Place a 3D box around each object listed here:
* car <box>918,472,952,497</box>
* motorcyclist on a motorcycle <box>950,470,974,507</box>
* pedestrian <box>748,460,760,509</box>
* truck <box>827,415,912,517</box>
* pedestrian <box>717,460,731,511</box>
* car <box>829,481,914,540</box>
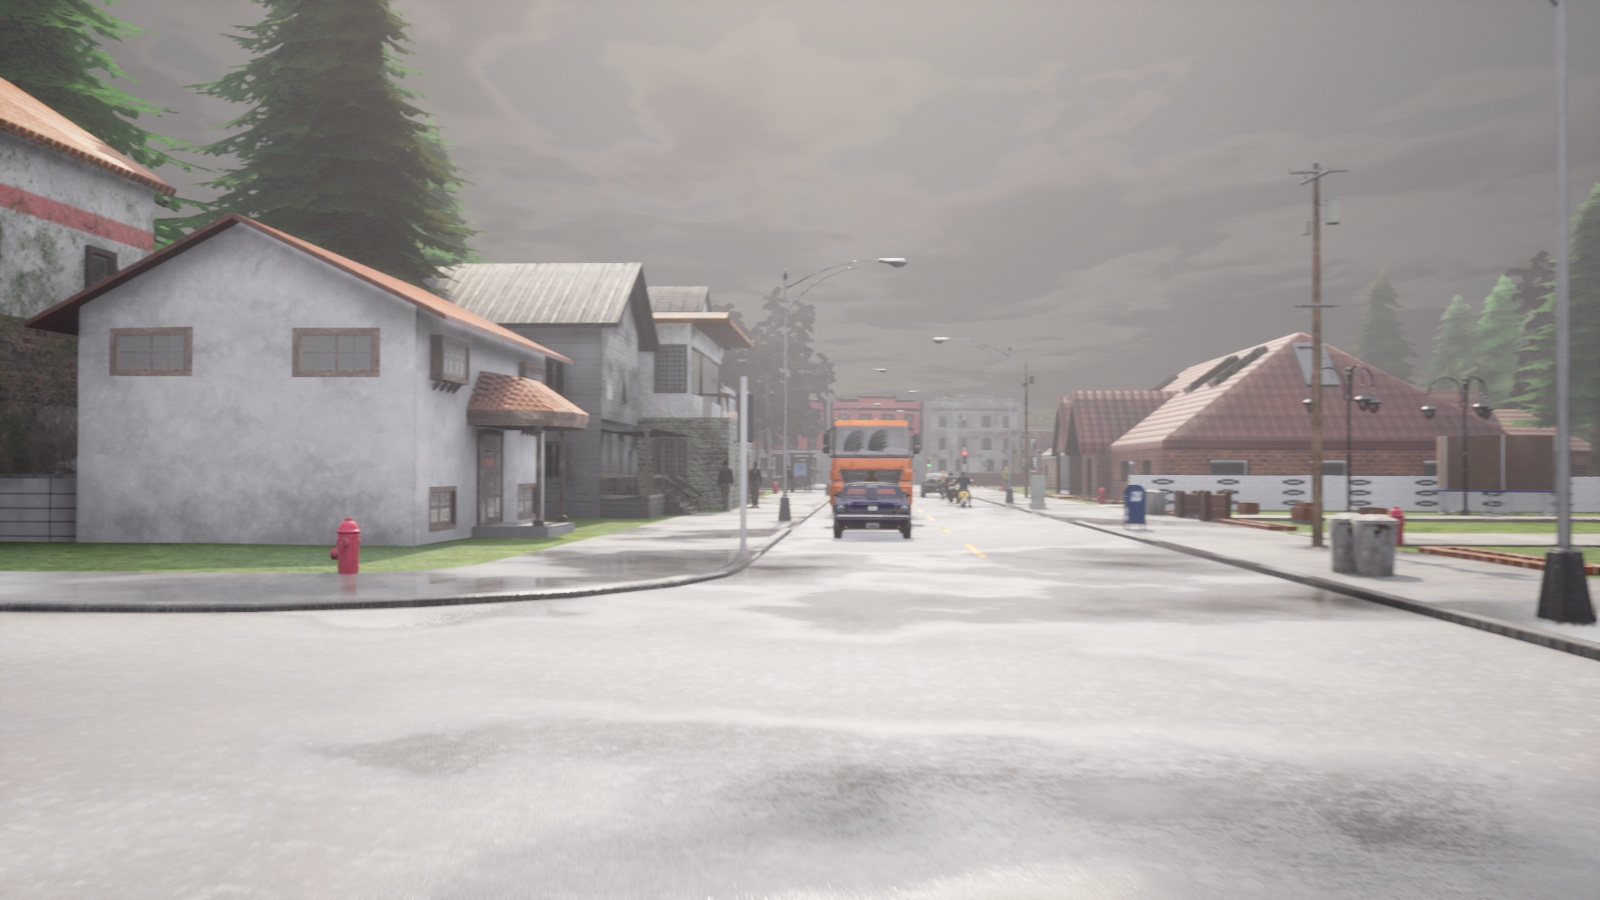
[{"bbox_3d":[8.171,2.059,76.231,1.837,1.490,4.892,0,-1,4],"label":"car"},{"bbox_3d":[7.011,1.648,54.442,0.866,1.590,1.817,0,-1,3],"label":"motorcyclist on a motorcycle"},{"bbox_3d":[-1.846,1.379,50.453,0.402,1.930,0.666,0,-1,3],"label":"pedestrian"},{"bbox_3d":[2.595,0.607,46.908,2.891,3.462,7.936,0,-1,3],"label":"truck"},{"bbox_3d":[-2.766,1.303,45.691,0.431,1.840,0.703,0,-1,3],"label":"pedestrian"},{"bbox_3d":[1.729,1.423,30.801,1.895,1.301,4.718,0,-1,3],"label":"car"}]
